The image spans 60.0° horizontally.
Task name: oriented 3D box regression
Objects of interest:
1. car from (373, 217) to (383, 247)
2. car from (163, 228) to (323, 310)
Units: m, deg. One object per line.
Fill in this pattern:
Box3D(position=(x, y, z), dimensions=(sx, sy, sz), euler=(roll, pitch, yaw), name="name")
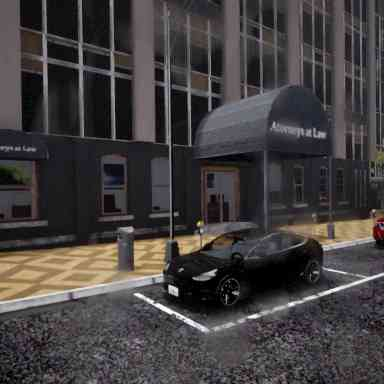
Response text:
Box3D(position=(9.642, 1.310, 14.054), dimensions=(5.009, 1.841, 2.192), euler=(0, -1, -37), name="car")
Box3D(position=(1.370, 1.564, 7.847), dimensions=(4.313, 1.339, 1.947), euler=(0, -1, -37), name="car")
